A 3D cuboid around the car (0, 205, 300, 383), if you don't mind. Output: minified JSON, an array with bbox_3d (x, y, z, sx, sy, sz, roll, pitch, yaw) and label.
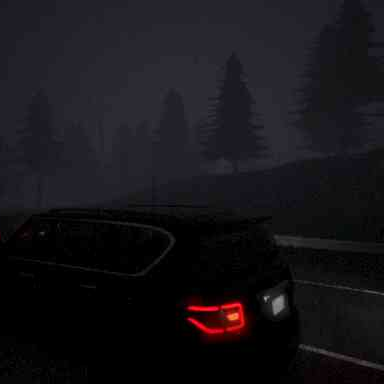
[{"bbox_3d":[-1.327,1.213,4.854,5.566,2.045,2.150,0,0,35],"label":"car"}]

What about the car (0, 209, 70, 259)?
[{"bbox_3d":[-7.434,1.530,13.453,5.357,1.411,2.033,0,0,35],"label":"car"}]
